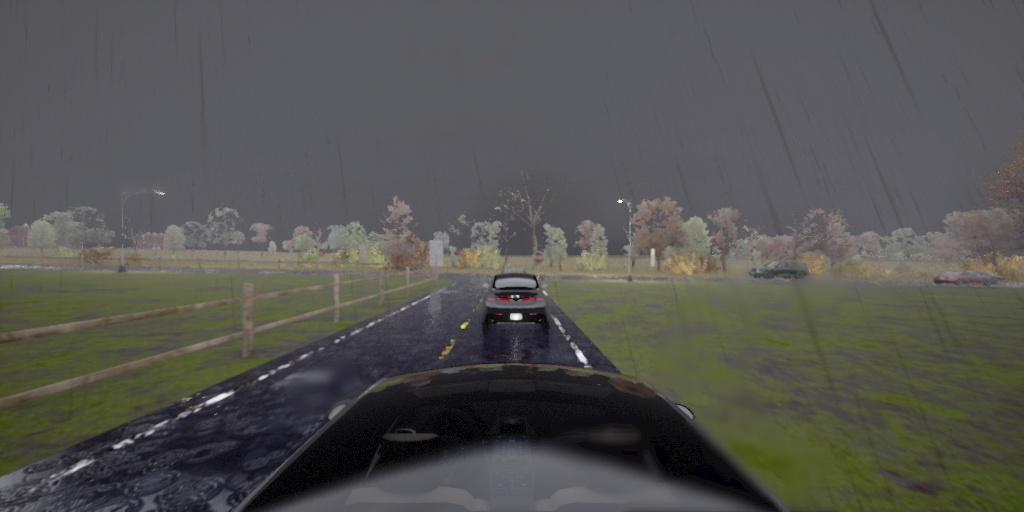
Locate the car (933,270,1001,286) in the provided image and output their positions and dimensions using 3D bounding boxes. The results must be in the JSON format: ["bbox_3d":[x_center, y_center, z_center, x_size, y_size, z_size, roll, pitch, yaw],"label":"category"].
[{"bbox_3d":[44.509,2.180,35.394,4.181,1.385,1.994,1,1,1],"label":"car"}]

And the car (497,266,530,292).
[{"bbox_3d":[0.127,1.369,22.671,1.895,1.301,4.718,0,0,1],"label":"car"}]

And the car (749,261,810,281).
[{"bbox_3d":[28.583,1.519,38.315,5.566,2.045,2.150,1,1,0],"label":"car"}]

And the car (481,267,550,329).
[{"bbox_3d":[0.097,1.262,11.249,1.837,1.490,4.892,0,0,0],"label":"car"}]
